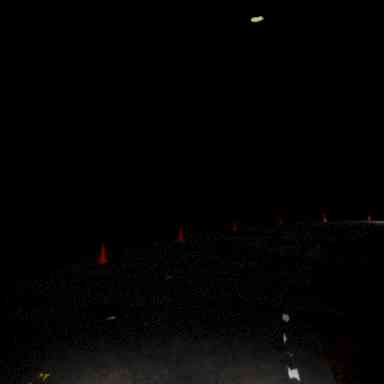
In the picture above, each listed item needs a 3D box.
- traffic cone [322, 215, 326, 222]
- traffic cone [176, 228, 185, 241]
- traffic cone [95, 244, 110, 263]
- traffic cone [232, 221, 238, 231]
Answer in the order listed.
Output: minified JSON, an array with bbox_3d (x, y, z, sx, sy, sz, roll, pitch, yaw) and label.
[{"bbox_3d":[10.773,2.147,27.092,0.340,0.580,0.340,1,0,-31],"label":"traffic cone"},{"bbox_3d":[-0.513,1.965,15.480,0.340,0.580,0.340,1,0,30],"label":"traffic cone"},{"bbox_3d":[-2.825,1.934,10.562,0.340,0.580,0.340,1,0,21],"label":"traffic cone"},{"bbox_3d":[2.566,2.011,19.958,0.340,0.580,0.340,1,0,39],"label":"traffic cone"}]
